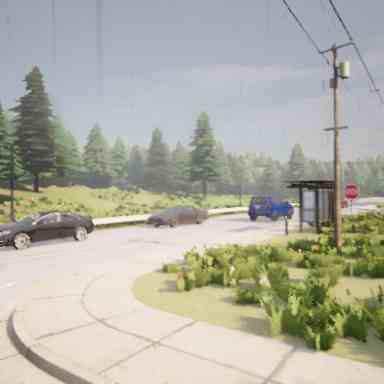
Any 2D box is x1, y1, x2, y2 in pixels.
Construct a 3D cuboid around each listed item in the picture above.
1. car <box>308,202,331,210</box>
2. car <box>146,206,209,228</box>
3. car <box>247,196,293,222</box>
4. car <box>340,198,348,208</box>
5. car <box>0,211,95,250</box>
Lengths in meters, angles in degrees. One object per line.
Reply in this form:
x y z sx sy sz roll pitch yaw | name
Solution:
15.696 1.691 40.665 1.994 1.385 4.181 -1 0 36 | car
-0.864 1.721 23.892 2.033 1.411 5.357 -1 0 36 | car
6.704 1.350 28.175 2.150 2.045 5.566 -1 0 36 | car
21.454 1.652 48.739 1.812 1.442 4.674 -1 0 36 | car
-6.908 1.666 15.562 2.128 1.511 4.902 -1 0 36 | car
